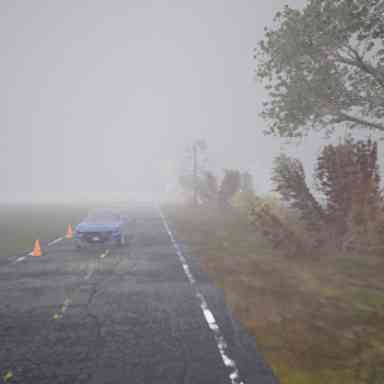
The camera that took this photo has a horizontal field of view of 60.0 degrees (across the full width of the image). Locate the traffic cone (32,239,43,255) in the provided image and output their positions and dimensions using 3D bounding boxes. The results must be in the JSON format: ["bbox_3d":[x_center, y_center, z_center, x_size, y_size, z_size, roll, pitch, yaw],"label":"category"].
[{"bbox_3d":[-5.729,2.022,12.315,0.340,0.580,0.340,0,0,-7],"label":"traffic cone"}]

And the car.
[{"bbox_3d":[-4.012,1.537,15.311,1.882,1.535,5.008,0,0,-7],"label":"car"}]

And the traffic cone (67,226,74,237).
[{"bbox_3d":[-6.343,2.035,17.277,0.340,0.580,0.340,0,0,-7],"label":"traffic cone"}]
